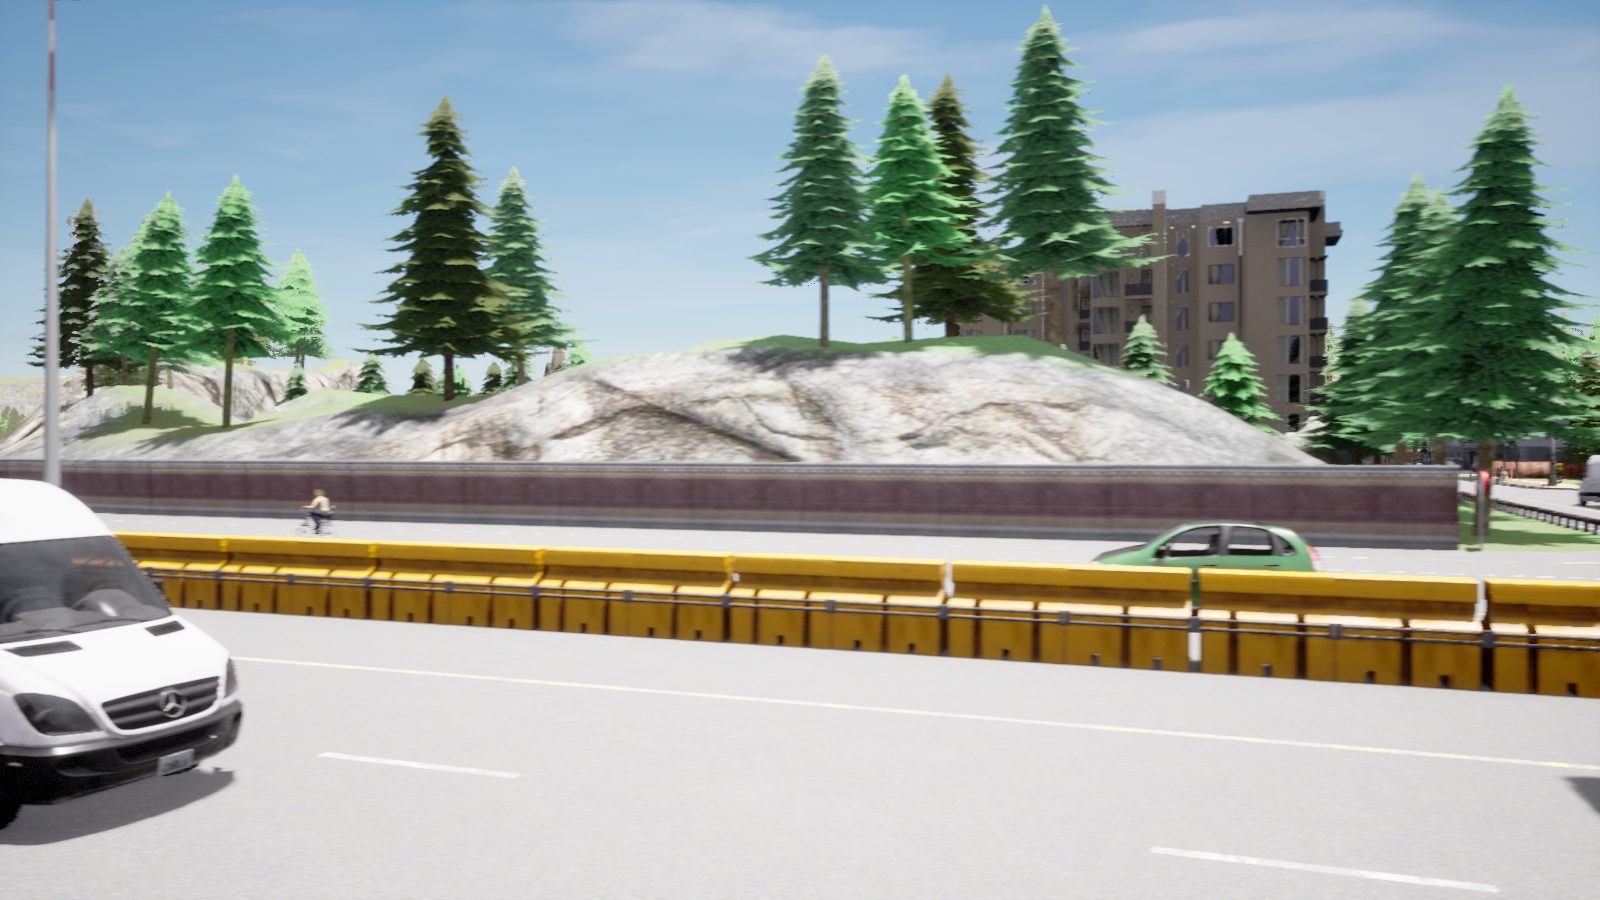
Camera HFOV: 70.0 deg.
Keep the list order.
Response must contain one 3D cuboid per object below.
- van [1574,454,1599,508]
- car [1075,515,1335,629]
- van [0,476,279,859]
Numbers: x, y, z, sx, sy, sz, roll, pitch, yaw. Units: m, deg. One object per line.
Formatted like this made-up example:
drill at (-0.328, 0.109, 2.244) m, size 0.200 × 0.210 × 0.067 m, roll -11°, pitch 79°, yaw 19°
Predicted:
van at (39.197, 1.513, 54.913) m, size 1.988 × 2.561 × 5.915 m, roll 0°, pitch -1°, yaw 21°
car at (6.831, 1.997, 19.462) m, size 3.988 × 1.617 × 1.851 m, roll 0°, pitch 0°, yaw 20°
van at (-7.546, 1.528, 9.762) m, size 5.915 × 2.561 × 1.988 m, roll 0°, pitch 0°, yaw 20°
